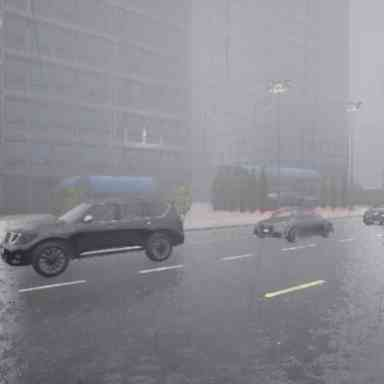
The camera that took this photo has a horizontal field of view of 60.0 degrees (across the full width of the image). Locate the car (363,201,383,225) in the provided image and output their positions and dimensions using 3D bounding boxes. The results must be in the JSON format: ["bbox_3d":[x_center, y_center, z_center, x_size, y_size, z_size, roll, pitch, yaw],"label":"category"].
[{"bbox_3d":[13.286,1.307,21.950,4.553,1.767,2.097,0,0,-35],"label":"car"}]

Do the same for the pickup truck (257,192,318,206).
[{"bbox_3d":[10.266,1.000,35.781,6.274,2.098,2.390,0,0,-5],"label":"pickup truck"}]

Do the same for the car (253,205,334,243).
[{"bbox_3d":[4.948,1.537,16.064,4.181,1.385,1.994,0,0,-35],"label":"car"}]

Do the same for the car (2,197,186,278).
[{"bbox_3d":[-2.828,1.212,10.554,5.566,2.045,2.150,0,0,-35],"label":"car"}]
